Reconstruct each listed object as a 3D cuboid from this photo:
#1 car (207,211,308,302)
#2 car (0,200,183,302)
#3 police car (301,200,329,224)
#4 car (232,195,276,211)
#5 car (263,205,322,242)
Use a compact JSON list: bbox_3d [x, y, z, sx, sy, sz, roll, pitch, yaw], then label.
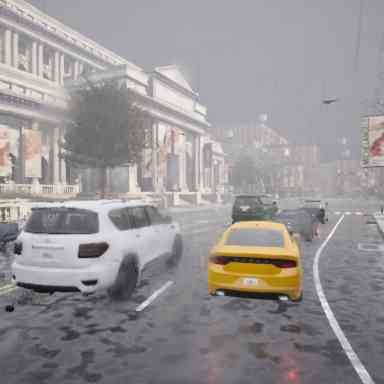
[{"bbox_3d":[1.700,1.478,8.446,1.882,1.535,5.008,0,0,15],"label":"car"},{"bbox_3d":[-1.924,1.221,8.619,2.150,2.045,5.566,0,0,15],"label":"car"},{"bbox_3d":[9.169,1.425,25.099,1.930,1.638,5.238,0,0,27],"label":"police car"},{"bbox_3d":[4.544,1.222,23.468,2.150,2.045,5.566,0,0,27],"label":"car"},{"bbox_3d":[5.162,1.564,16.744,1.994,1.385,4.181,0,0,26],"label":"car"}]
